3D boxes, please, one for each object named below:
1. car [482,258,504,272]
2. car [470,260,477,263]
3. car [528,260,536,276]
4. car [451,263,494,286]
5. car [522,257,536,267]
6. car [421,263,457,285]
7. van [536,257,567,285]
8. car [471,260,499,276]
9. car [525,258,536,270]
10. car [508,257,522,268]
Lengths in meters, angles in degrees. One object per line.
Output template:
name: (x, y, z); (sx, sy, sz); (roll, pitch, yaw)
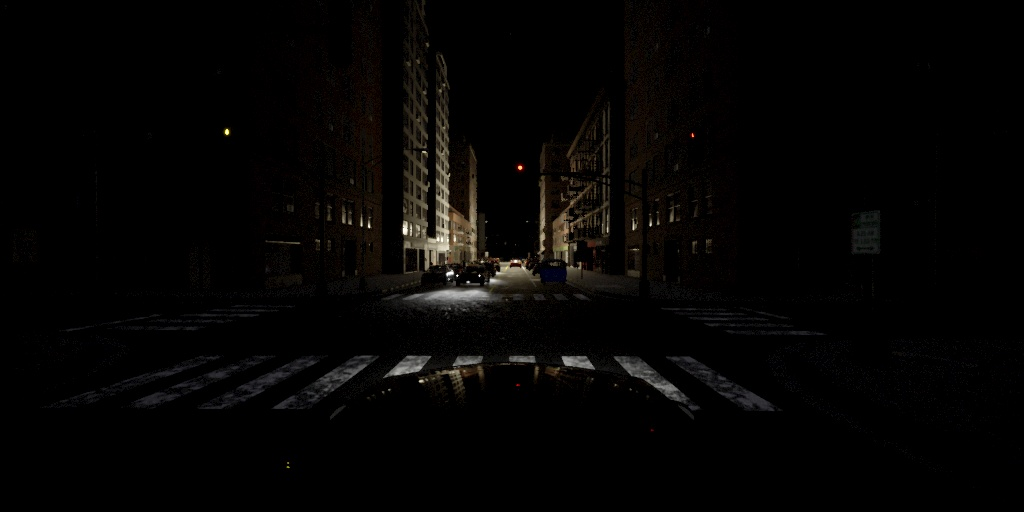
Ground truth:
car: (-2.465, 1.309, 45.180); (1.994, 1.385, 4.181); (0, 0, 1)
car: (-4.988, 1.269, 47.964); (1.751, 1.417, 4.829); (0, 0, 1)
car: (2.939, 1.329, 36.707); (1.802, 1.307, 4.207); (0, 0, 1)
car: (-2.659, 1.349, 25.115); (1.895, 1.301, 4.718); (0, 0, 4)
car: (3.088, 1.054, 53.751); (2.192, 1.841, 5.009); (0, 0, 1)
car: (-5.186, 1.299, 25.407); (2.007, 1.370, 4.403); (0, 0, 1)
van: (2.839, 1.089, 25.345); (1.690, 1.789, 3.998); (0, 0, 1)
car: (-2.558, 1.349, 35.126); (1.895, 1.301, 4.718); (0, 0, 0)
car: (3.038, 1.325, 48.070); (1.802, 1.307, 4.207); (0, 0, 1)
car: (0.601, 1.336, 59.026); (1.895, 1.301, 4.718); (0, 0, 1)
